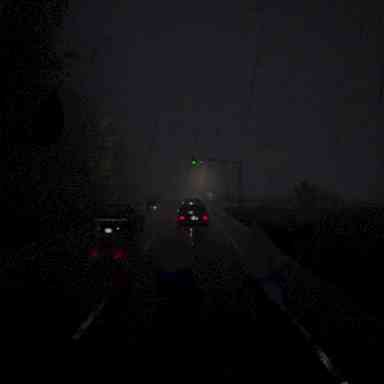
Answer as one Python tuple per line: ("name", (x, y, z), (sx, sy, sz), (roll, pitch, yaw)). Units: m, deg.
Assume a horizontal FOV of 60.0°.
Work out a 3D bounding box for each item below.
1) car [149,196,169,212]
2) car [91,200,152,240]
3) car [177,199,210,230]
("car", (-3.423, 1.179, 33.120), (1.837, 1.490, 4.892), (0, 0, 0))
("car", (-3.411, 1.334, 16.002), (2.128, 1.511, 4.902), (0, 1, 0))
("car", (0.082, 1.357, 19.443), (2.033, 1.411, 5.357), (0, 1, 0))
